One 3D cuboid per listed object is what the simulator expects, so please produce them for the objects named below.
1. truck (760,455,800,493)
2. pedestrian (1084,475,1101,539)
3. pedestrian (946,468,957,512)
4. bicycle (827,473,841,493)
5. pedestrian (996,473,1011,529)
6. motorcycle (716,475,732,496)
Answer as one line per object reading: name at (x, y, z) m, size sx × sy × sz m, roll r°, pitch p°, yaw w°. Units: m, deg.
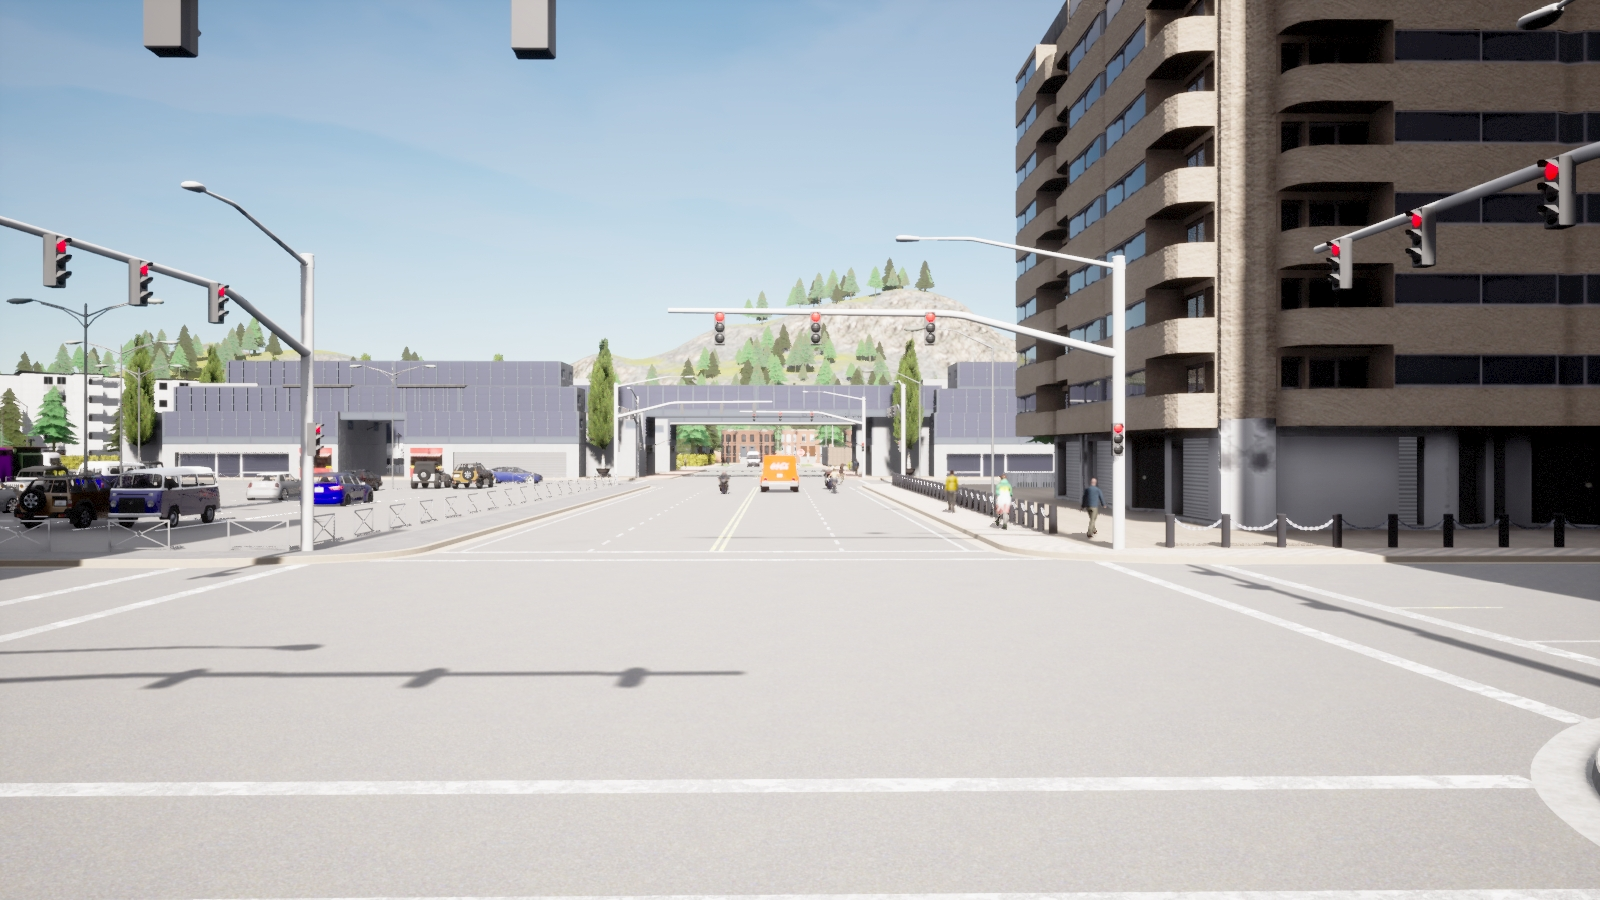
truck at (-1.366, 1.564, 77.071) m, size 2.627 × 2.467 × 5.204 m, roll 0°, pitch 0°, yaw -1°
pedestrian at (8.644, 1.672, 33.752) m, size 0.375 × 1.860 × 0.375 m, roll 0°, pitch 0°, yaw 33°
pedestrian at (6.397, 1.695, 48.226) m, size 0.375 × 1.860 × 0.375 m, roll 0°, pitch 0°, yaw -2°
bicycle at (2.207, 2.159, 74.277) m, size 0.859 × 1.276 × 1.487 m, roll 0°, pitch -1°, yaw -1°
pedestrian at (6.798, 1.695, 38.178) m, size 0.375 × 1.860 × 0.375 m, roll 0°, pitch 0°, yaw -6°
motorcycle at (-4.777, 2.205, 71.748) m, size 0.867 × 1.251 × 2.209 m, roll 0°, pitch 0°, yaw -1°
